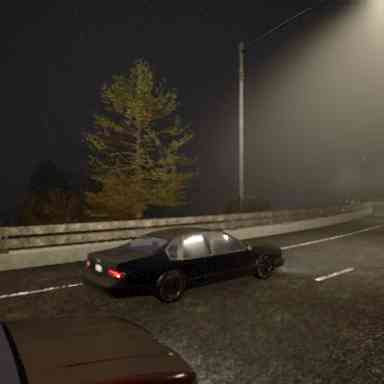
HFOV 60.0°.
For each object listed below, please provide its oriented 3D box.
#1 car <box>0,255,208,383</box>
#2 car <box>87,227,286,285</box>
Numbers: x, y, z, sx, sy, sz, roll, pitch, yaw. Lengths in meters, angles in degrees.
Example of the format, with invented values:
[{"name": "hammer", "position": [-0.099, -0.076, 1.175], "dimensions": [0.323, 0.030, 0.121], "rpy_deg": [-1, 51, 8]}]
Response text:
[{"name": "car", "position": [-2.482, 1.568, 2.057], "dimensions": [5.357, 1.411, 2.033], "rpy_deg": [0, 0, -35]}, {"name": "car", "position": [0.060, 1.604, 8.347], "dimensions": [5.357, 1.411, 2.033], "rpy_deg": [0, 0, -39]}]
